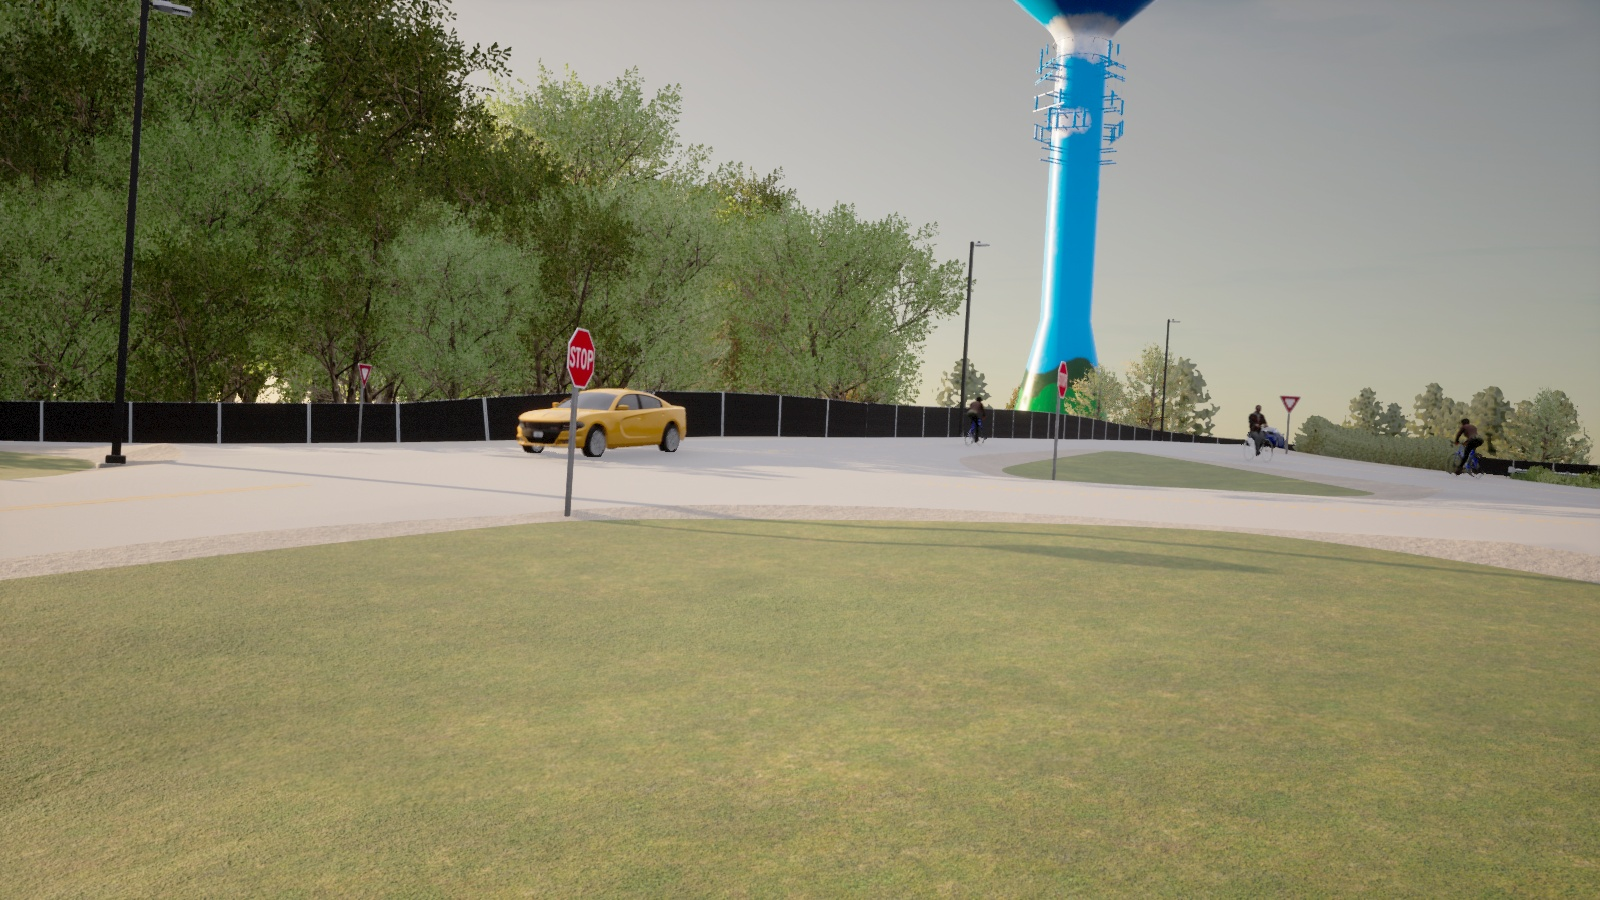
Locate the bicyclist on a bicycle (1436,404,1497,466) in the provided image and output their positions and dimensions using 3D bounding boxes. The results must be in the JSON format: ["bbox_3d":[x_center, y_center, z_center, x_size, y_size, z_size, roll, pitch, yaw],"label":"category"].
[{"bbox_3d":[18.051,-0.423,34.063,0.582,1.620,1.656,2,2,-5],"label":"bicyclist on a bicycle"}]

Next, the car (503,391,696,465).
[{"bbox_3d":[-4.537,-0.594,29.289,1.882,1.535,5.008,2,3,26],"label":"car"}]

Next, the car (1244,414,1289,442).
[{"bbox_3d":[31.078,-1.452,83.645,1.882,1.535,5.008,2,-1,31],"label":"car"}]

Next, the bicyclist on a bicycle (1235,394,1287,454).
[{"bbox_3d":[14.089,-0.804,38.468,0.659,1.776,1.843,2,2,-7],"label":"bicyclist on a bicycle"}]

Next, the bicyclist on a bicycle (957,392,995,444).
[{"bbox_3d":[5.720,-1.035,40.751,0.582,1.620,1.656,3,2,30],"label":"bicyclist on a bicycle"}]
